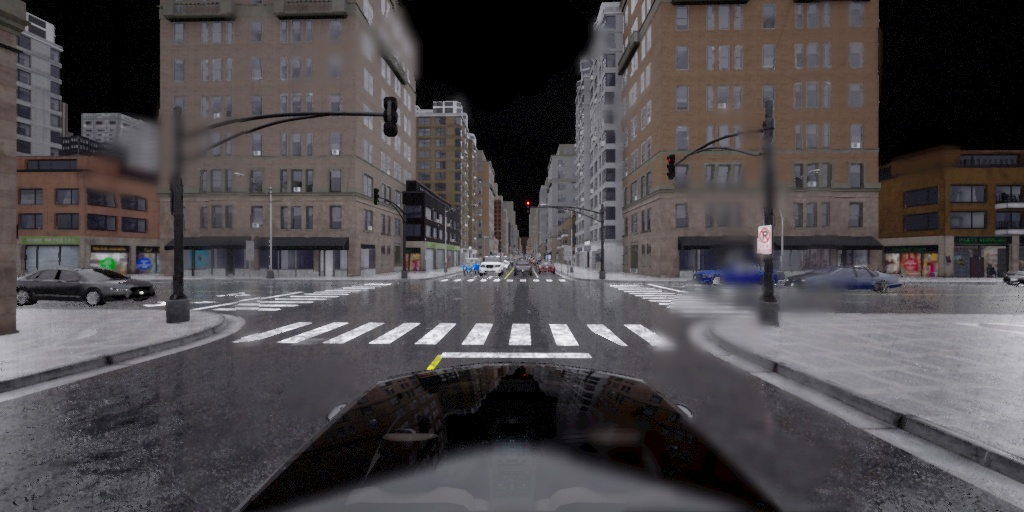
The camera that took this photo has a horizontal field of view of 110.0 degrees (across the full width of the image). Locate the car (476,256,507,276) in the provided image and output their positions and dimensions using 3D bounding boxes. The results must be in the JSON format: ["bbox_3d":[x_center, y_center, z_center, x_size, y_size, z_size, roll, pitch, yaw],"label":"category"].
[{"bbox_3d":[-2.040,0.987,37.095,2.150,2.045,5.566,0,0,2],"label":"car"}]

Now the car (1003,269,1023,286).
[{"bbox_3d":[35.190,1.287,23.280,4.902,1.511,2.128,0,0,2],"label":"car"}]

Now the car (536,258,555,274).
[{"bbox_3d":[3.869,1.209,40.976,1.967,1.591,4.097,0,0,2],"label":"car"}]

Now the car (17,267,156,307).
[{"bbox_3d":[-17.735,1.237,14.913,4.892,1.490,1.837,1,0,2],"label":"car"}]

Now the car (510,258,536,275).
[{"bbox_3d":[1.237,1.259,39.232,2.128,1.511,4.902,0,0,2],"label":"car"}]

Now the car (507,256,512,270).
[{"bbox_3d":[-1.500,0.993,52.265,2.150,2.045,5.566,0,1,2],"label":"car"}]

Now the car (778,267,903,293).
[{"bbox_3d":[18.862,1.317,20.524,5.357,1.411,2.033,0,0,2],"label":"car"}]

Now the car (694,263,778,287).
[{"bbox_3d":[14.854,1.242,23.897,5.008,1.535,1.882,0,0,2],"label":"car"}]

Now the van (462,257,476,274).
[{"bbox_3d":[-4.652,1.111,41.272,1.690,1.789,3.998,0,0,2],"label":"van"}]
